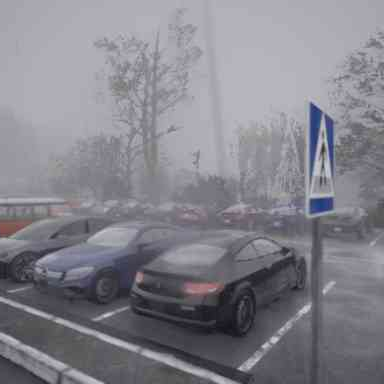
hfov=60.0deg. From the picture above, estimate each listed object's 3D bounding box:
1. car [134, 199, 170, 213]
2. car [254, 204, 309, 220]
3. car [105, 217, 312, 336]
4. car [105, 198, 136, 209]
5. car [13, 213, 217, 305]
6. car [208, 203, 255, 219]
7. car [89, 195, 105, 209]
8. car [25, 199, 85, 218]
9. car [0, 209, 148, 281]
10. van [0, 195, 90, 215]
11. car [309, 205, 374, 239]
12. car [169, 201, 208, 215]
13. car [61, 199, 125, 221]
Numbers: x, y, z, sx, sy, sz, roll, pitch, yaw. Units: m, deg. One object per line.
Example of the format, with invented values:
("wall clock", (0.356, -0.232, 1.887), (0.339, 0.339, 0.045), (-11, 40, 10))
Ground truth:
("car", (-1.409, 1.446, 23.531), (2.097, 1.535, 5.008), (0, 0, 35))
("car", (5.630, 1.435, 18.598), (2.097, 1.535, 5.008), (0, 0, 35))
("car", (0.811, 1.471, 6.635), (2.002, 1.452, 4.674), (0, 0, 35))
("car", (-3.728, 1.449, 25.141), (2.097, 1.535, 5.008), (0, 0, 35))
("car", (-1.502, 1.475, 8.259), (2.002, 1.452, 4.674), (0, 0, 35))
("car", (3.317, 1.438, 20.216), (2.097, 1.535, 5.008), (0, 0, 35))
("car", (-6.022, 1.327, 26.788), (2.185, 1.767, 4.553), (0, 0, 35))
("car", (-12.875, 1.465, 31.551), (2.231, 1.521, 4.892), (0, 0, 35))
("car", (-3.837, 1.468, 9.852), (2.163, 1.488, 4.792), (0, 0, 35))
("van", (-6.069, 1.216, 11.591), (1.878, 1.987, 4.442), (0, 0, 35))
("car", (7.946, 1.432, 16.981), (2.231, 1.521, 4.892), (0, 0, 35))
("car", (1.021, 1.472, 21.862), (2.163, 1.488, 4.792), (0, 0, 35))
("car", (-8.350, 1.456, 28.385), (2.097, 1.535, 5.008), (0, 0, 35))
